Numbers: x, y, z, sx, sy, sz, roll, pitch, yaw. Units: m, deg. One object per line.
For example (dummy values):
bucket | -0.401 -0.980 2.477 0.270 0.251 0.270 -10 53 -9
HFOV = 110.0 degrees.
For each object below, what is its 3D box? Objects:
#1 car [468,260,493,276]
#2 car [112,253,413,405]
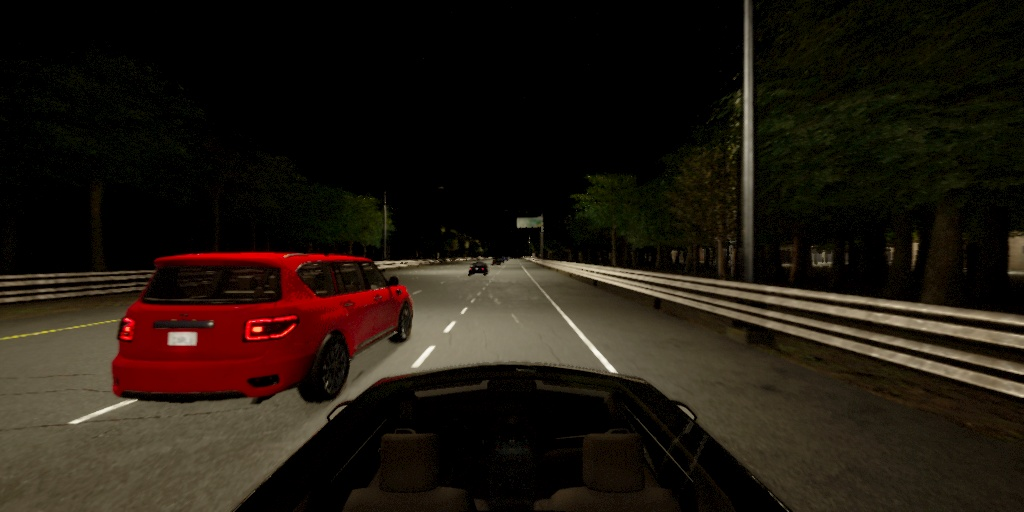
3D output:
car | -3.438 1.311 37.591 2.033 1.411 5.357 0 0 0
car | -3.501 0.972 6.495 2.150 2.045 5.566 0 0 0
